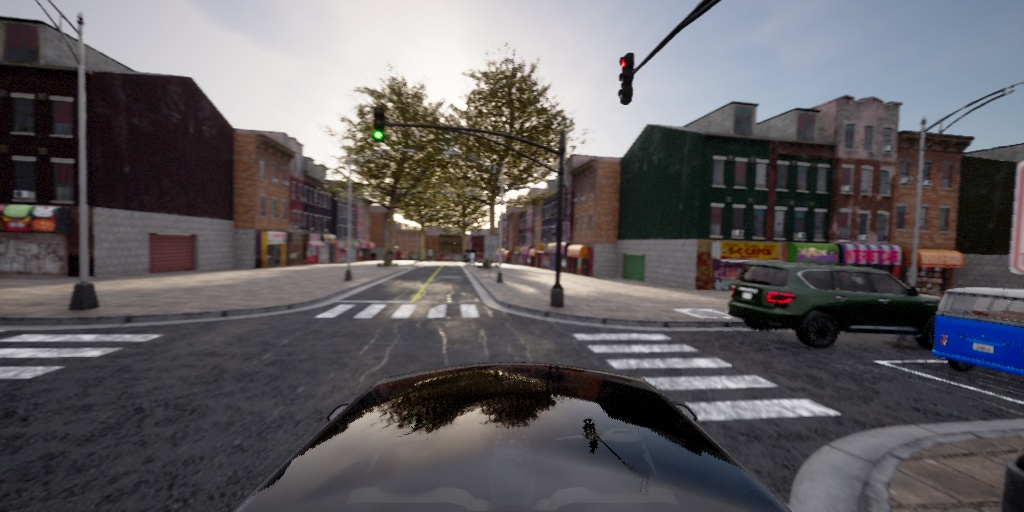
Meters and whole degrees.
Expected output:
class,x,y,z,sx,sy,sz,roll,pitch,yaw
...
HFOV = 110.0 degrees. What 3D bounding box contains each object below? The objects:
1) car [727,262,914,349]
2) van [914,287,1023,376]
class,x,y,z,sx,sy,sz,roll,pitch,yaw
car,8.947,1.262,9.833,5.566,2.045,2.150,2,2,-5
van,10.585,1.544,7.003,3.998,1.789,1.690,0,0,-9
